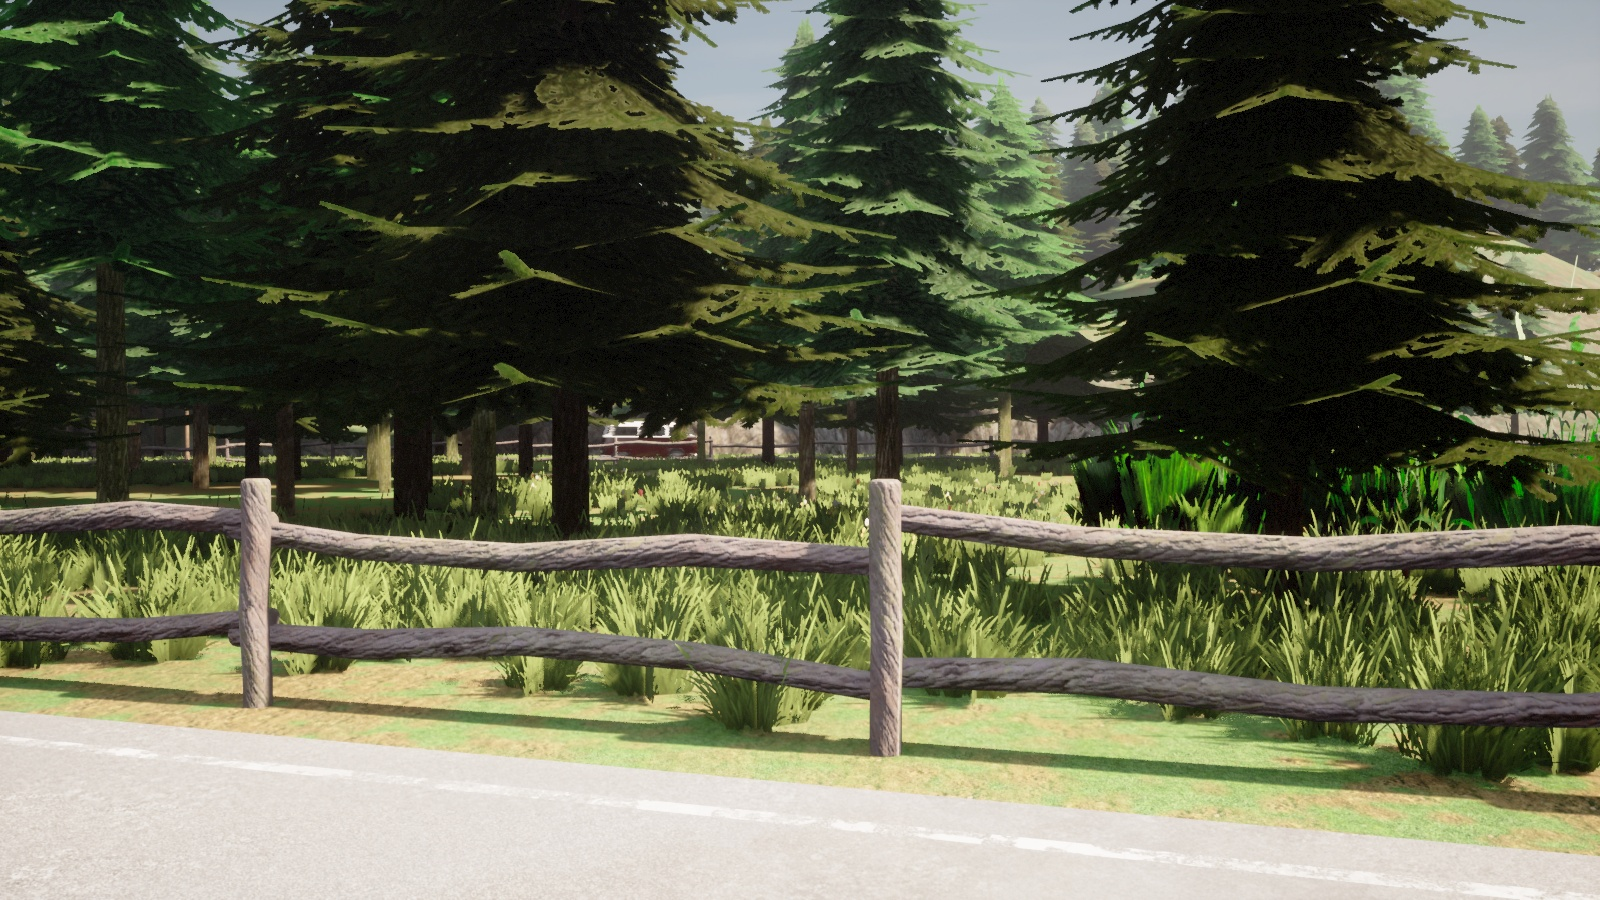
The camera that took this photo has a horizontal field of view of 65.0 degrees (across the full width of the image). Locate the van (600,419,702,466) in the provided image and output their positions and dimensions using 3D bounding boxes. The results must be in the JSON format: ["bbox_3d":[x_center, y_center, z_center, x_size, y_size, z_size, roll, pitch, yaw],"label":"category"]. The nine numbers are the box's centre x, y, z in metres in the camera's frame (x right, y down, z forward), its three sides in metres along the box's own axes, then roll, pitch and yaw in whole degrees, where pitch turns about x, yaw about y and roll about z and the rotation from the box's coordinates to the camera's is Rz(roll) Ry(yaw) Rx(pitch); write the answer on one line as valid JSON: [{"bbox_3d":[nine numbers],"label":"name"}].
[{"bbox_3d":[-6.656,-0.347,56.608,4.480,2.038,2.069,0,1,-4],"label":"van"}]
